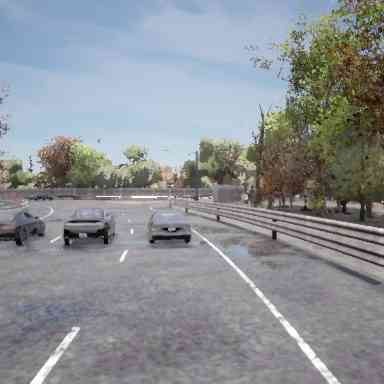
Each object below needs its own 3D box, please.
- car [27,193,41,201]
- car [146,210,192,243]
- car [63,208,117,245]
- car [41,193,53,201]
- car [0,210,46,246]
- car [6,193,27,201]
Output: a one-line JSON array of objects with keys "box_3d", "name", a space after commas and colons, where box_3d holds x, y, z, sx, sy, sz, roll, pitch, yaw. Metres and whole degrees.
[{"box_3d": [-39.798, 1.463, 81.588, 4.892, 1.490, 1.837, 0, 0, 40], "name": "car"}, {"box_3d": [-1.180, 1.561, 16.018, 2.033, 1.411, 5.357, 0, 0, -8], "name": "car"}, {"box_3d": [-4.644, 1.493, 15.517, 2.128, 1.511, 4.902, 0, 0, -8], "name": "car"}, {"box_3d": [-37.477, 1.184, 84.207, 5.566, 2.045, 2.150, 0, 0, 40], "name": "car"}, {"box_3d": [-8.108, 1.531, 15.015, 1.812, 1.442, 4.674, 0, 0, -8], "name": "car"}, {"box_3d": [-42.165, 1.192, 79.008, 5.566, 2.045, 2.150, 0, 0, 40], "name": "car"}]
